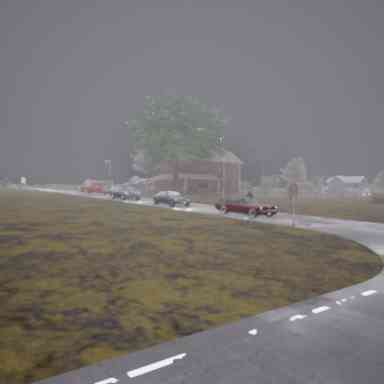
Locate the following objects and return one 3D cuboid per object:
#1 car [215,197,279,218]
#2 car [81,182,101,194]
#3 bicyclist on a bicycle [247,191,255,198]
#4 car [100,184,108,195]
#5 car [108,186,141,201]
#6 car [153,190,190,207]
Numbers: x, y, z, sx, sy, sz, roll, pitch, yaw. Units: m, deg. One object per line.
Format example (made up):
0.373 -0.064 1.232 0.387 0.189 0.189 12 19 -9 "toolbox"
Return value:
3.761 1.031 23.364 1.895 1.301 4.718 0 2 -36 "car"
-17.486 -0.781 57.950 2.150 2.045 5.566 0 2 -36 "car"
5.469 0.708 31.264 1.656 1.620 0.582 0 2 -36 "bicyclist on a bicycle"
-11.801 -0.150 50.100 1.812 1.442 4.674 0 2 -35 "car"
-7.873 0.050 39.636 2.097 1.767 4.553 0 2 -36 "car"
-2.025 0.587 31.454 1.812 1.442 4.674 0 2 -36 "car"
